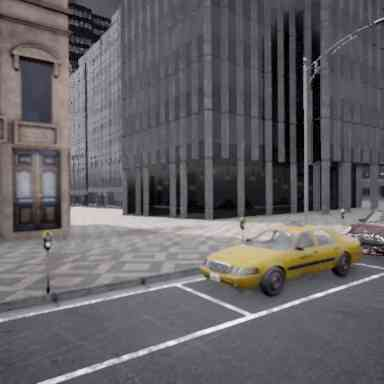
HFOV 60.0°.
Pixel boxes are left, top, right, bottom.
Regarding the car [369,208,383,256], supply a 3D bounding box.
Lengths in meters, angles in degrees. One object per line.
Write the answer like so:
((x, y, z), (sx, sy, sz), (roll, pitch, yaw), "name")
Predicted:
((7.039, 1.295, 11.700), (4.097, 1.590, 1.967), (-1, 0, -36), "car")

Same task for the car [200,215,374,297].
((2.441, 1.447, 8.406), (4.829, 1.417, 1.752), (-1, 0, -36), "car")
